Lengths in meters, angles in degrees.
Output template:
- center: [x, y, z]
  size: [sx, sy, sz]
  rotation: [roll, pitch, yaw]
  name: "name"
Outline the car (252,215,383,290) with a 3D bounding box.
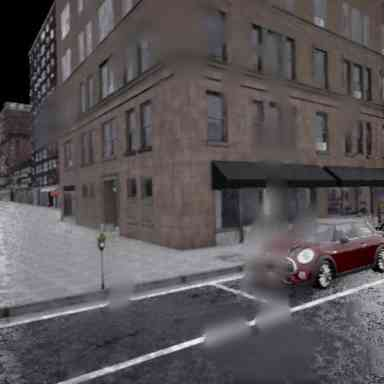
- center: [3.546, 1.481, 9.132]
  size: [4.097, 1.590, 1.967]
  rotation: [0, -1, -35]
  name: "car"
